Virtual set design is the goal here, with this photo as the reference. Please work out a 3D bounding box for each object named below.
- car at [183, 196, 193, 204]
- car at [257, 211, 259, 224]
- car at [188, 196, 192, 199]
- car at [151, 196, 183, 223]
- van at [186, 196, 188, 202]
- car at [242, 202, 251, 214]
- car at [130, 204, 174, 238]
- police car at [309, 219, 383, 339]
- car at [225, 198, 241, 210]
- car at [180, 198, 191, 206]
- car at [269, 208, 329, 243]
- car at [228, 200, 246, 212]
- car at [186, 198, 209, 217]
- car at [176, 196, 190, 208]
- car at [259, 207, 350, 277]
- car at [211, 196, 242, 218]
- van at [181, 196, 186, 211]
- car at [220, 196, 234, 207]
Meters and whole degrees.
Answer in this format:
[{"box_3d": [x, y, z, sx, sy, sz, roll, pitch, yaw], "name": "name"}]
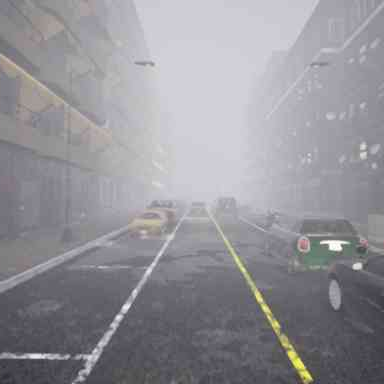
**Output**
[{"box_3d": [-0.928, 1.910, 84.751, 2.192, 1.841, 5.009, 2, -1, 1], "name": "car"}, {"box_3d": [5.755, 1.752, 23.712, 2.008, 1.369, 4.403, 2, 0, 1], "name": "car"}, {"box_3d": [-1.574, 1.622, 51.576, 2.192, 1.841, 5.009, 2, 0, 1], "name": "car"}, {"box_3d": [-2.112, 1.426, 23.931, 2.192, 1.841, 5.009, 2, 0, 1], "name": "car"}, {"box_3d": [-1.790, 1.564, 40.518, 1.690, 1.788, 3.998, 2, 0, 1], "name": "van"}, {"box_3d": [6.080, 1.859, 40.301, 1.887, 1.381, 4.507, 2, 0, 1], "name": "car"}, {"box_3d": [-2.232, 1.601, 18.229, 1.752, 1.417, 4.829, 2, 0, 1], "name": "car"}, {"box_3d": [3.630, 1.493, 4.876, 1.930, 1.638, 5.238, 1, 0, 1], "name": "police car"}, {"box_3d": [6.306, 1.838, 51.360, 1.967, 1.590, 4.097, 2, 0, 1], "name": "car"}, {"box_3d": [-1.260, 2.009, 68.163, 1.947, 1.339, 4.313, 2, 0, 1], "name": "car"}, {"box_3d": [5.648, 1.712, 18.181, 1.887, 1.381, 4.507, 2, 0, 1], "name": "car"}, {"box_3d": [6.187, 1.900, 45.829, 1.887, 1.381, 4.507, 2, 0, 1], "name": "car"}, {"box_3d": [0.627, 1.712, 34.330, 1.837, 1.490, 4.892, 1, 0, 1], "name": "car"}, {"box_3d": [-1.466, 1.666, 57.105, 2.192, 1.841, 5.009, 2, 0, 1], "name": "car"}, {"box_3d": [3.744, 1.453, 10.738, 2.097, 1.767, 4.553, 1, 0, 1], "name": "car"}, {"box_3d": [3.392, 1.461, 33.767, 2.150, 2.045, 5.566, 1, 0, 2], "name": "car"}, {"box_3d": [-1.898, 1.524, 34.987, 1.690, 1.788, 3.998, 2, 0, 1], "name": "van"}, {"box_3d": [6.484, 1.801, 62.421, 2.192, 1.841, 5.009, 2, 0, 1], "name": "car"}]
